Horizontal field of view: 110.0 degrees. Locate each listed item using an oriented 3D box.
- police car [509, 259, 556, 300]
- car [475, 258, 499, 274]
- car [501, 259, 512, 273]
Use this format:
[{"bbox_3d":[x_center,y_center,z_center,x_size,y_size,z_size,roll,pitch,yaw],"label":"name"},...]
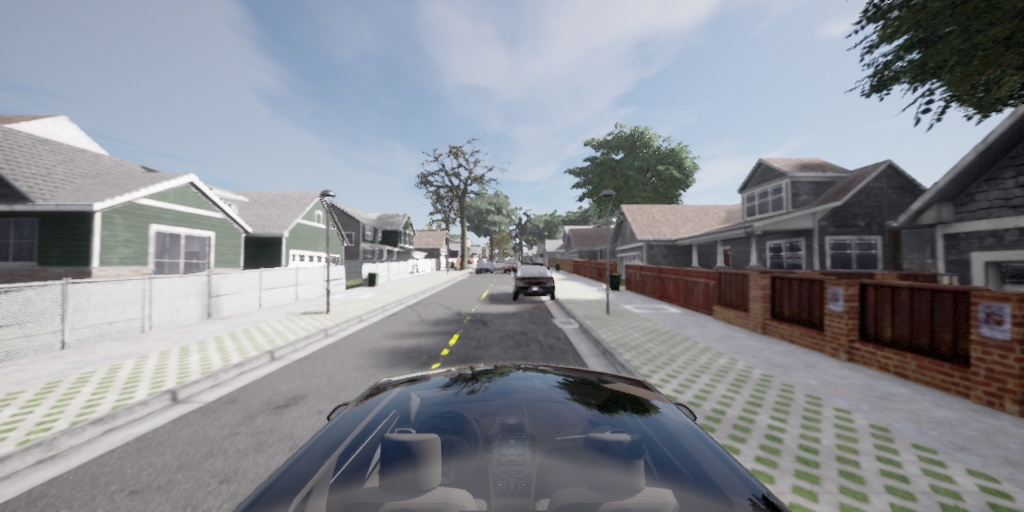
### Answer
[{"bbox_3d":[0.959,1.141,17.438,1.930,1.638,5.238,0,0,0],"label":"police car"},{"bbox_3d":[-2.849,1.207,38.776,2.033,1.411,5.357,0,0,0],"label":"car"},{"bbox_3d":[0.036,1.259,40.414,1.895,1.301,4.718,0,0,0],"label":"car"}]
